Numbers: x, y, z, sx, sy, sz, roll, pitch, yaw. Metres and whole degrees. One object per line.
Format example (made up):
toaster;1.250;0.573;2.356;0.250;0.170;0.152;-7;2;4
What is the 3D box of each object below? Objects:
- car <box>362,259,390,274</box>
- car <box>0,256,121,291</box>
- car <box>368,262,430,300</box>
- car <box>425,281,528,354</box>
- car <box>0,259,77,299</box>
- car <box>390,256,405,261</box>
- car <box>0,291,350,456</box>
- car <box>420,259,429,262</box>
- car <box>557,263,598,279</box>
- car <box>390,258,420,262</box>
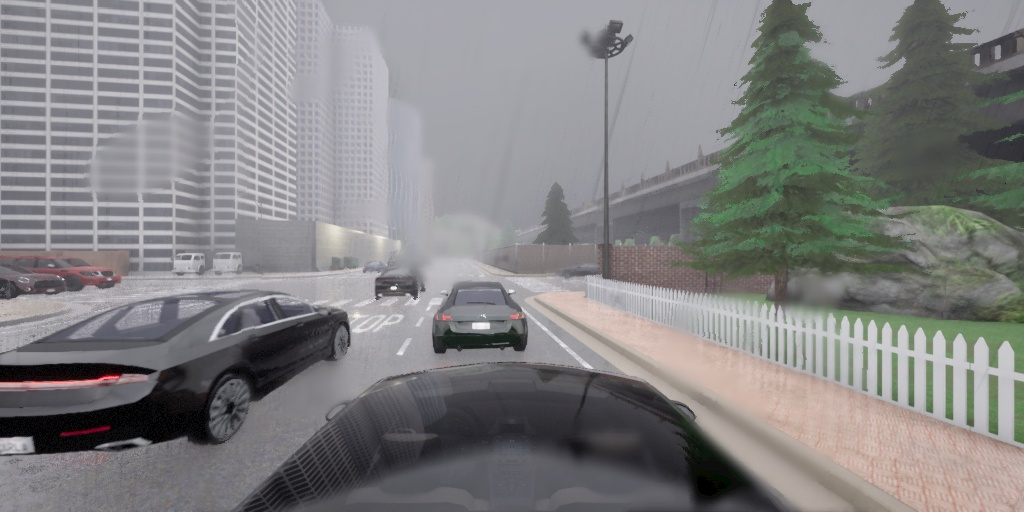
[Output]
car;-16.101;1.276;42.101;1.812;1.442;4.674;0;0;-8
car;-26.839;1.024;21.119;5.566;2.045;2.150;0;0;-8
car;-5.496;1.248;18.087;1.882;1.535;5.008;0;0;-8
car;-0.821;1.314;8.883;1.994;1.385;4.181;0;0;-7
car;-25.418;1.159;17.762;4.553;1.767;2.097;0;0;-8
car;-18.111;0.969;56.509;2.150;2.045;5.566;0;0;-8
car;-3.999;1.242;5.174;2.128;1.511;4.902;0;0;-4
car;-14.334;1.313;54.750;1.994;1.385;4.181;0;0;-8
car;6.465;1.331;33.039;4.674;1.442;1.812;0;0;-7
car;-12.662;1.297;42.787;2.033;1.411;5.357;0;0;-8
